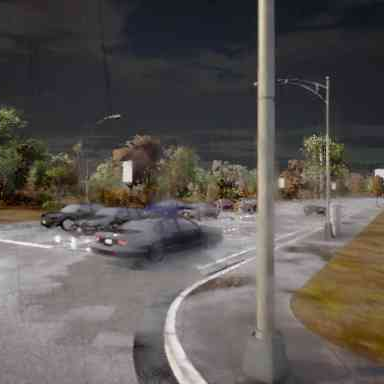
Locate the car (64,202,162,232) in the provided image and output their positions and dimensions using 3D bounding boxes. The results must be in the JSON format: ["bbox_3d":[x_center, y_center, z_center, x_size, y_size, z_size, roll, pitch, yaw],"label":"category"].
[{"bbox_3d":[-4.312,1.536,19.157,2.033,1.411,5.357,0,0,32],"label":"car"}]

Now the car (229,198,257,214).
[{"bbox_3d":[6.192,1.466,35.782,1.882,1.535,5.008,0,0,32],"label":"car"}]

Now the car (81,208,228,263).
[{"bbox_3d":[-0.976,1.541,12.030,2.033,1.411,5.357,0,0,38],"label":"car"}]

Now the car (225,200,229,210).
[{"bbox_3d":[3.290,1.586,37.743,1.895,1.301,4.718,0,0,32],"label":"car"}]

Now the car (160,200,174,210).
[{"bbox_3d":[-2.111,1.463,29.202,1.882,1.535,5.008,0,0,32],"label":"car"}]

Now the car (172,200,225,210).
[{"bbox_3d":[0.603,1.552,26.937,1.994,1.385,4.181,0,0,33],"label":"car"}]

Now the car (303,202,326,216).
[{"bbox_3d":[12.151,1.595,31.756,1.895,1.301,4.718,0,0,32],"label":"car"}]

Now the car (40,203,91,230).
[{"bbox_3d":[-7.157,1.463,21.208,1.882,1.535,5.008,0,0,32],"label":"car"}]
